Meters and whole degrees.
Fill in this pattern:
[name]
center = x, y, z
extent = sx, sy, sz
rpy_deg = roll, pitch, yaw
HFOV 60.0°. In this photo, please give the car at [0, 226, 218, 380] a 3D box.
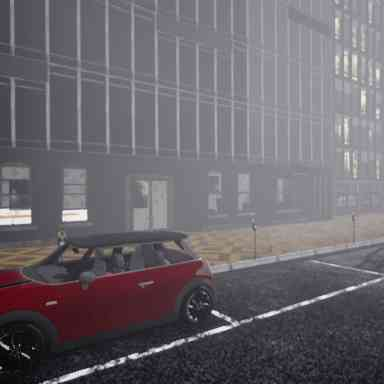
[car]
center = -1.626, 1.439, 5.405
extent = 4.097, 1.590, 1.967
rpy_deg = 0, 0, -35
